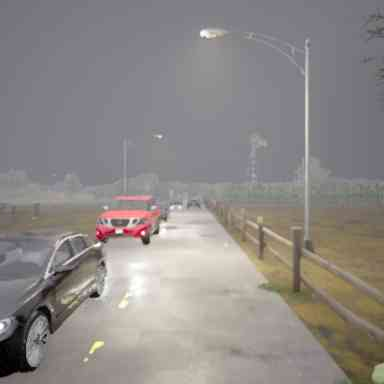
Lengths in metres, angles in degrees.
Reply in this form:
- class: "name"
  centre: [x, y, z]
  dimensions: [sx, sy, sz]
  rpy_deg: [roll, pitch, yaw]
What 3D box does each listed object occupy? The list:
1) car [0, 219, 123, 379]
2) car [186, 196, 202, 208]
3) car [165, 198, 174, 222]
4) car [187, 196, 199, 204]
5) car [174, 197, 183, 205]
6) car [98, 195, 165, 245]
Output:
- class: "car"
  centre: [-2.837, 1.475, 5.702]
  dimensions: [2.128, 1.511, 4.902]
  rpy_deg: [0, 0, 0]
- class: "car"
  centre: [0.244, 1.472, 46.424]
  dimensions: [1.837, 1.490, 4.892]
  rpy_deg: [0, 0, 0]
- class: "car"
  centre: [-2.724, 1.450, 26.147]
  dimensions: [1.837, 1.490, 4.892]
  rpy_deg: [0, 0, 1]
- class: "car"
  centre: [0.203, 1.544, 64.577]
  dimensions: [2.128, 1.511, 4.902]
  rpy_deg: [0, 0, 0]
- class: "car"
  centre: [-2.575, 1.568, 56.347]
  dimensions: [1.994, 1.385, 4.181]
  rpy_deg: [0, 0, 0]
- class: "car"
  centre: [-2.797, 1.184, 15.794]
  dimensions: [2.150, 2.045, 5.566]
  rpy_deg: [0, 0, 1]
